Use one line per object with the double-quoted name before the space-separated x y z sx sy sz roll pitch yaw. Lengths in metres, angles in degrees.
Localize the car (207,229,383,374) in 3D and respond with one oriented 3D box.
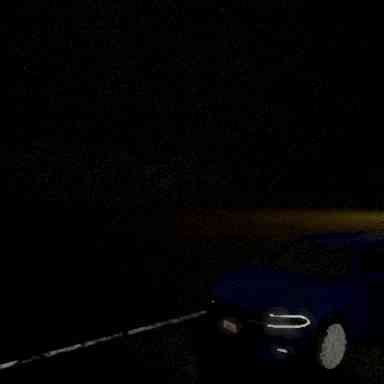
"car" 2.528 1.476 5.793 5.008 1.535 1.882 0 0 -35
